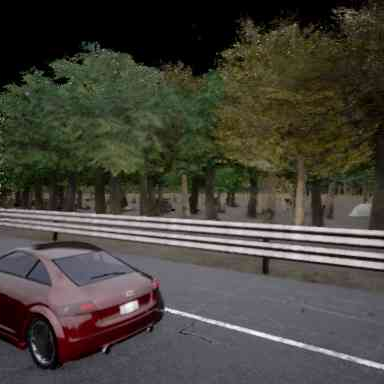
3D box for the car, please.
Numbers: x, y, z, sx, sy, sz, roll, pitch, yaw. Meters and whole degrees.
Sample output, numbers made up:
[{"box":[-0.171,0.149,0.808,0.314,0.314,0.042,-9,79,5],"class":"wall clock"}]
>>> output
[{"box":[-2.500,1.567,5.774,4.181,1.385,1.994,0,0,35],"class":"car"}]
